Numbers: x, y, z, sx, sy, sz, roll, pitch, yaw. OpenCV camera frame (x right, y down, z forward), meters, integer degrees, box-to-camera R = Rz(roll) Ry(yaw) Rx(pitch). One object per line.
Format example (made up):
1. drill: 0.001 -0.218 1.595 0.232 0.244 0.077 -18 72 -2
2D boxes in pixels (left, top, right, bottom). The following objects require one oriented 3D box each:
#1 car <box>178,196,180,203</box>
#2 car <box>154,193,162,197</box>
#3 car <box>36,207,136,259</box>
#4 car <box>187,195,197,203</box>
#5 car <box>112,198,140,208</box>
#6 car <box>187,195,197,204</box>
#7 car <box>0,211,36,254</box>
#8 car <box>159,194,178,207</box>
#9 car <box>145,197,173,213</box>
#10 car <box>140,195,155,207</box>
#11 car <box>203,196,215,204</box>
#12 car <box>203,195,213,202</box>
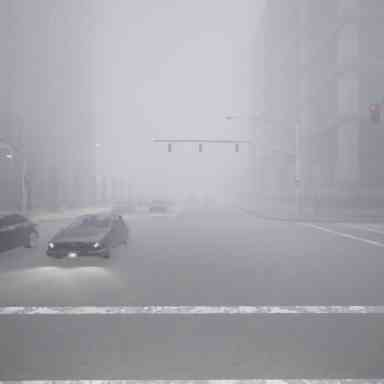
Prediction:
1. car: -3.490 1.521 68.629 2.128 1.511 4.902 0 0 0
2. car: -6.990 1.317 68.600 2.150 2.045 5.566 0 0 0
3. car: -3.599 1.518 12.675 2.033 1.411 5.357 0 0 0
4. car: 0.011 1.508 73.696 2.128 1.511 4.902 0 0 0
5. car: -7.095 1.503 34.910 1.837 1.490 4.892 0 0 0
6. car: 0.009 1.491 64.309 2.128 1.511 4.902 0 0 0
7. car: -7.099 1.478 11.583 1.837 1.490 4.892 0 0 0
8. car: -3.587 1.478 51.550 1.882 1.535 5.008 0 1 0
9. car: -3.595 1.547 37.082 2.033 1.411 5.357 0 0 0
10. car: -7.089 1.503 49.474 1.837 1.490 4.892 0 0 0
11. car: 3.510 1.491 64.620 2.128 1.511 4.902 0 0 0
12. car: 3.511 1.507 73.695 1.812 1.442 4.674 0 0 0
